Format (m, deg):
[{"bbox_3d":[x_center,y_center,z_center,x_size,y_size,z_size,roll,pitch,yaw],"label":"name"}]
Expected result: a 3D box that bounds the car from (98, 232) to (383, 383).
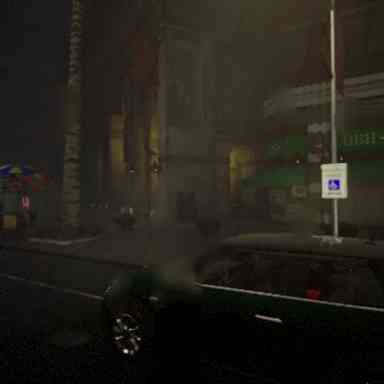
[{"bbox_3d":[0.854,1.352,4.511,4.553,1.767,2.097,-1,0,33],"label":"car"}]
